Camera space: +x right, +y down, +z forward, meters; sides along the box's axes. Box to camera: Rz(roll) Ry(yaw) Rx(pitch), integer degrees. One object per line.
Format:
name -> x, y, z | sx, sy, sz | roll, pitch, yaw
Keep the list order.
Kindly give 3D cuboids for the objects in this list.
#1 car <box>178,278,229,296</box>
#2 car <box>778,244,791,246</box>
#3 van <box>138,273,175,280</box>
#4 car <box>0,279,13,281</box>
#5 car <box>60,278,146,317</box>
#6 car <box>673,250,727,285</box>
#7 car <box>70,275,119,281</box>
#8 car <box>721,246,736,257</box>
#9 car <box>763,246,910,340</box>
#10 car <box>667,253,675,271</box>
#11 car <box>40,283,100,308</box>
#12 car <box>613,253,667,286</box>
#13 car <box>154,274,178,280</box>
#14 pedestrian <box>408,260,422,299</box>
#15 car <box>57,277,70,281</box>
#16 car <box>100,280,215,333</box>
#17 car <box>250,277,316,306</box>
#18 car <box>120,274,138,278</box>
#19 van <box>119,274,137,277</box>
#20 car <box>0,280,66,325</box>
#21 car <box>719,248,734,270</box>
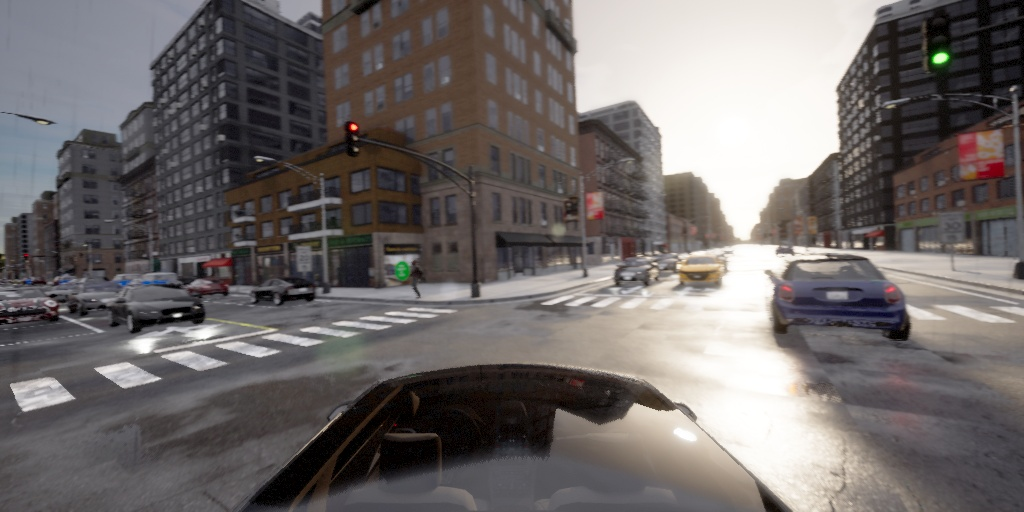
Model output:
car -> -21.415, 2.219, 25.186 | 4.207, 1.307, 1.802 | 0, 0, 33
car -> 37.319, -0.844, 49.152 | 2.097, 1.767, 4.553 | -2, 0, 33
van -> -30.631, 2.374, 31.217 | 3.998, 1.789, 1.690 | 0, 0, 33
car -> -44.233, 3.076, 30.532 | 4.097, 1.591, 1.967 | 0, 0, 33
car -> -21.017, 2.120, 18.346 | 4.902, 1.511, 2.128 | -2, 0, 33
car -> 10.373, 0.669, 19.572 | 1.882, 1.535, 5.008 | -2, 0, 33
car -> -39.904, 2.793, 34.229 | 4.553, 1.767, 2.097 | -2, 0, 33
car -> 28.746, -0.656, 47.864 | 1.812, 1.442, 4.674 | -2, 0, 33
car -> 7.523, 0.727, 8.812 | 2.097, 1.767, 4.553 | -2, 0, 33
car -> 12.434, 0.543, 28.743 | 2.128, 1.511, 4.902 | -2, 0, 33
car -> -29.392, 2.552, 23.834 | 4.181, 1.385, 1.994 | -2, 0, 32
car -> 7.310, 0.817, 20.839 | 2.128, 1.511, 4.902 | -2, 0, 32
car -> -26.023, 2.401, 28.202 | 4.313, 1.339, 1.948 | 0, 0, 33
pedestrian -> -4.442, 1.053, 16.540 | 0.375, 1.860, 0.375 | -2, 0, 33
car -> -47.980, 3.358, 39.518 | 4.181, 1.385, 1.994 | -3, 0, 33
car -> -13.082, 1.797, 13.154 | 4.892, 1.490, 1.837 | -2, 0, 33
car -> -12.198, 1.811, 19.154 | 4.313, 1.339, 1.948 | 0, 0, 33
car -> -35.238, 2.784, 34.233 | 4.403, 1.370, 2.007 | 0, 0, 33
van -> -39.846, 2.776, 37.249 | 3.998, 1.789, 1.690 | 0, 0, 33
car -> -21.194, 2.081, 15.453 | 4.097, 1.591, 1.967 | 0, 0, 33
car -> 15.490, 0.408, 27.490 | 2.128, 1.511, 4.902 | -2, 0, 33
